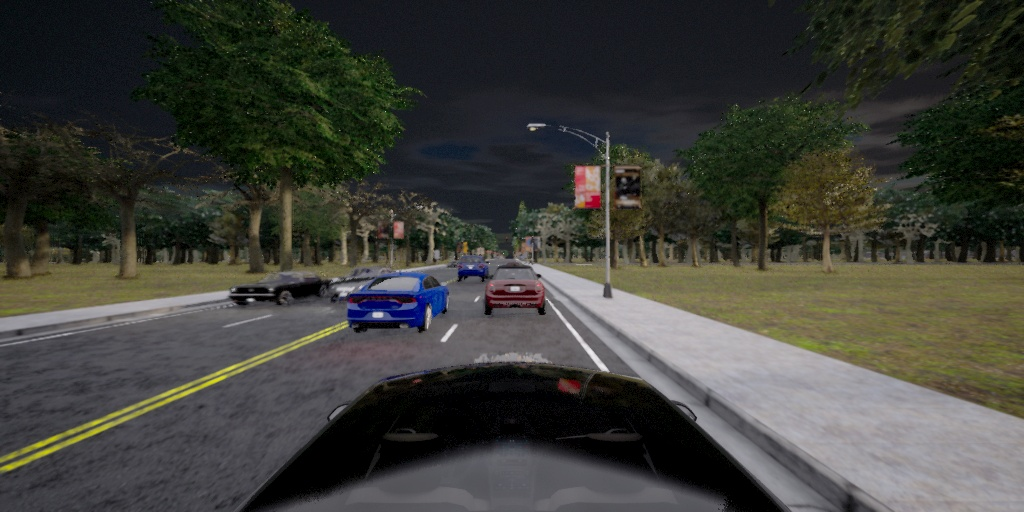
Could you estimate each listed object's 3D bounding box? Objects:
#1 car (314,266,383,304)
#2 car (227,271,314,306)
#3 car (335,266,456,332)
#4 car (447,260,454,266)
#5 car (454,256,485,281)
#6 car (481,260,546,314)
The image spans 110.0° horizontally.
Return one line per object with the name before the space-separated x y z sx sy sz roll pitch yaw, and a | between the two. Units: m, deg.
car | -6.594 1.246 16.528 2.128 1.511 4.902 0 0 0
car | -9.846 1.355 15.736 1.895 1.301 4.718 0 0 0
car | -3.148 1.229 10.899 1.882 1.535 5.008 0 0 0
car | -9.731 1.368 60.818 1.994 1.385 4.181 0 0 0
car | -3.140 0.983 29.866 2.150 2.045 5.566 0 0 0
car | 0.105 1.105 13.963 2.097 1.767 4.553 0 0 0
